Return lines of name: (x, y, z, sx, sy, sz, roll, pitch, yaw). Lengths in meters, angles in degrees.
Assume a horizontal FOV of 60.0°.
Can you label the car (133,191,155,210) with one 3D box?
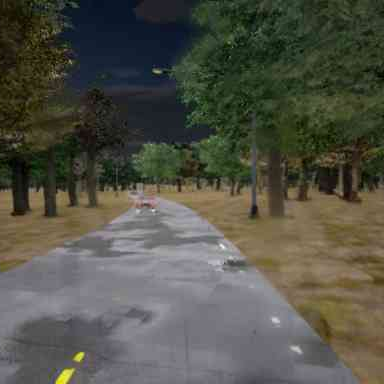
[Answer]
car: (-5.401, 1.116, 39.168, 2.097, 1.767, 4.553, 0, 1, -6)
